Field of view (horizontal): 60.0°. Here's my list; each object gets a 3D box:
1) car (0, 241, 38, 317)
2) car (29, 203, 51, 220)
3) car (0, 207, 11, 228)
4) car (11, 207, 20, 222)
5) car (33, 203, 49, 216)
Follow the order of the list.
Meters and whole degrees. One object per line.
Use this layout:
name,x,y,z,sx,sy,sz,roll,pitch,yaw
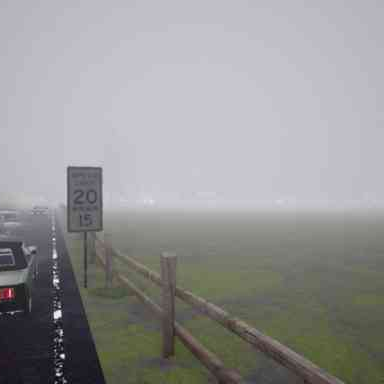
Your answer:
car,-4.439,1.723,7.249,1.895,1.301,4.718,0,-1,-23
car,-16.137,2.164,35.197,2.033,1.411,5.357,0,-1,-22
car,-14.196,1.979,23.124,2.033,1.411,5.357,0,-1,-23
car,-18.054,2.159,32.400,1.994,1.385,4.181,0,-1,-22
car,-20.097,2.289,44.497,1.837,1.490,4.892,0,-1,-23
